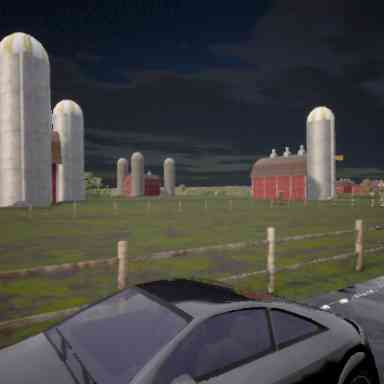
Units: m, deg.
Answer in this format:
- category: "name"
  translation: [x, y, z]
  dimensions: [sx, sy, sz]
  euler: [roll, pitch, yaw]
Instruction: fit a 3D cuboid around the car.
- category: "car"
  translation: [-0.215, 1.567, 2.906]
  dimensions: [4.181, 1.385, 1.994]
  euler: [0, 0, -35]
